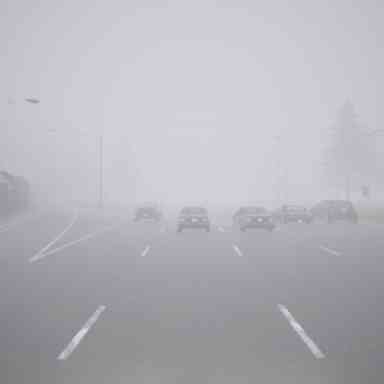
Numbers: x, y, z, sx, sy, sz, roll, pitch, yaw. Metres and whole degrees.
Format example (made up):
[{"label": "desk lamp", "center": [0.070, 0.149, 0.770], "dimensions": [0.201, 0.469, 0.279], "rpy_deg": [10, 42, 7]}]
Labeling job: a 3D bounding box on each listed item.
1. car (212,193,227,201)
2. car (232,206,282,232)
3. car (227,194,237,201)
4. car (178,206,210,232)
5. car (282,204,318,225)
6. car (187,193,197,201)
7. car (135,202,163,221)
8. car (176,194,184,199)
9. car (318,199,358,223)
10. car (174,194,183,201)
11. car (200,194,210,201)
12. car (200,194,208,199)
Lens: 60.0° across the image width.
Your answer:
[{"label": "car", "center": [6.989, 1.509, 85.355], "dimensions": [2.033, 1.411, 5.357], "rpy_deg": [0, 0, 0]}, {"label": "car", "center": [3.597, 1.542, 20.160], "dimensions": [2.033, 1.411, 5.357], "rpy_deg": [0, 0, 0]}, {"label": "car", "center": [10.489, 1.567, 86.636], "dimensions": [1.895, 1.301, 4.718], "rpy_deg": [0, 0, 0]}, {"label": "car", "center": [0.097, 1.542, 20.160], "dimensions": [2.033, 1.411, 5.357], "rpy_deg": [0, 0, 0]}, {"label": "car", "center": [7.097, 1.594, 24.079], "dimensions": [1.895, 1.301, 4.718], "rpy_deg": [0, 0, 0]}, {"label": "car", "center": [-0.011, 1.195, 85.801], "dimensions": [2.150, 2.045, 5.566], "rpy_deg": [0, 0, 0]}, {"label": "car", "center": [-3.404, 1.518, 26.617], "dimensions": [1.812, 1.442, 4.674], "rpy_deg": [0, 0, 0]}, {"label": "car", "center": [-3.512, 1.346, 95.357], "dimensions": [2.033, 1.411, 5.357], "rpy_deg": [0, 0, 0]}, {"label": "car", "center": [10.596, 1.345, 25.270], "dimensions": [2.097, 1.767, 4.553], "rpy_deg": [0, 0, 0]}, {"label": "car", "center": [-3.511, 1.447, 85.770], "dimensions": [1.882, 1.535, 5.008], "rpy_deg": [0, 0, 0]}, {"label": "car", "center": [3.489, 1.495, 86.188], "dimensions": [1.812, 1.442, 4.674], "rpy_deg": [0, 0, 0]}, {"label": "car", "center": [3.488, 1.332, 95.358], "dimensions": [2.128, 1.511, 4.902], "rpy_deg": [0, 0, 0]}]
